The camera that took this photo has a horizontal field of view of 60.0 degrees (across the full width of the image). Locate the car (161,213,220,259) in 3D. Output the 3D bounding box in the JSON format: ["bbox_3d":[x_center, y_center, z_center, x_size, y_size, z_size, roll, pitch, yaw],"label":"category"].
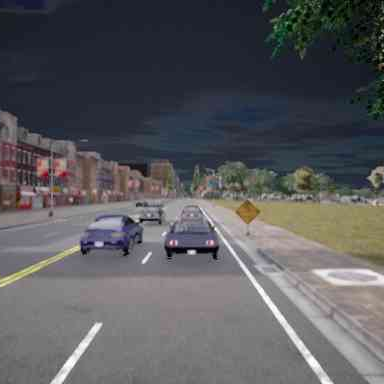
[{"bbox_3d":[0.009,1.742,13.283,1.895,1.301,4.718,0,-1,0],"label":"car"}]

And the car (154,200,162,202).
[{"bbox_3d":[-6.545,2.255,64.603,1.812,1.442,4.674,0,-1,1],"label":"car"}]

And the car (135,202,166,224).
[{"bbox_3d":[-3.251,1.845,27.573,2.033,1.411,5.357,0,-1,0],"label":"car"}]

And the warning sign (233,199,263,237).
[{"bbox_3d":[2.830,1.295,16.925,1.300,1.860,1.060,-1,-2,0],"label":"warning sign"}]

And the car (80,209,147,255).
[{"bbox_3d":[-3.234,1.673,13.924,1.812,1.442,4.674,0,0,0],"label":"car"}]

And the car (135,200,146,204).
[{"bbox_3d":[-9.784,2.275,64.591,2.033,1.411,5.357,0,-1,0],"label":"car"}]

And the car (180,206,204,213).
[{"bbox_3d":[-0.002,1.845,27.552,2.033,1.411,5.357,0,-1,0],"label":"car"}]
